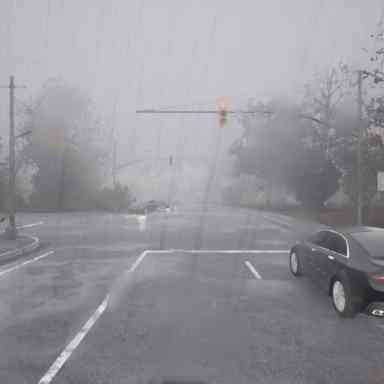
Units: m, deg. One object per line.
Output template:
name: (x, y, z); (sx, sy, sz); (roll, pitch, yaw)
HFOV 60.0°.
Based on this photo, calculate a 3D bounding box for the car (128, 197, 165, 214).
car: (-5.019, 1.520, 35.268); (1.837, 1.490, 4.892); (1, 0, 19)

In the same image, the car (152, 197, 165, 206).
car: (-6.757, 1.868, 66.942); (2.097, 1.767, 4.553); (0, -1, -12)

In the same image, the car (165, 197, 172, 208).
car: (-4.419, 1.505, 49.423); (2.097, 1.767, 4.553); (0, -1, -5)

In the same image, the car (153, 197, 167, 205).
car: (-8.062, 2.218, 82.959); (2.097, 1.767, 4.553); (0, -1, -25)

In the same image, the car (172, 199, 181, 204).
car: (-4.376, 2.432, 83.133); (1.895, 1.301, 4.718); (0, -1, -22)

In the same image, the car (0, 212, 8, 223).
car: (-15.476, 1.675, 23.002); (4.718, 1.301, 1.895); (-1, 0, -3)

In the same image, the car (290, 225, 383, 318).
car: (3.598, 1.505, 7.400); (1.837, 1.490, 4.892); (0, 0, 1)
